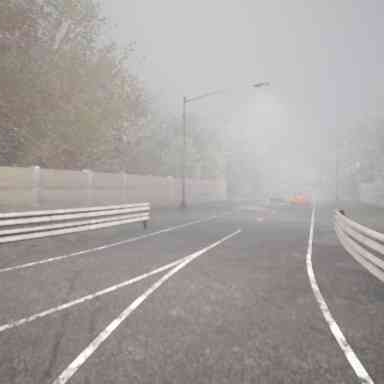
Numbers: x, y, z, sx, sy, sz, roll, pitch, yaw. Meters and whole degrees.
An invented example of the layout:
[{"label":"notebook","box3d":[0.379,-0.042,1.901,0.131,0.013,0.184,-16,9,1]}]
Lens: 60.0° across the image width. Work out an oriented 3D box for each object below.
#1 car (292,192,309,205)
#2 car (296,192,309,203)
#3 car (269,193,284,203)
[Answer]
[{"label":"car","box3d":[15.043,0.830,46.115,2.097,1.767,4.553,1,1,20]},{"label":"car","box3d":[18.354,0.842,55.059,1.882,1.535,5.008,0,1,20]},{"label":"car","box3d":[13.124,0.870,51.153,1.837,1.490,4.892,2,1,21]}]
